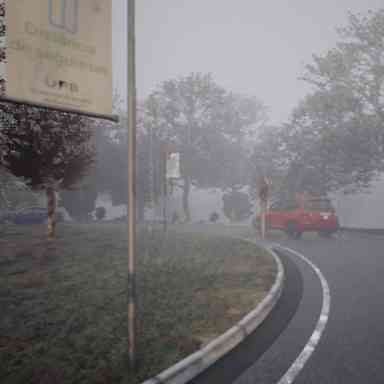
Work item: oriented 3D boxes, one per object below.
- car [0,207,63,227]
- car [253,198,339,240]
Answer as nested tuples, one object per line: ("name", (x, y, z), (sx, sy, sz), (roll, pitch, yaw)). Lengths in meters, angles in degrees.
("car", (-13.745, 2.104, 28.592), (5.008, 1.535, 1.882), (0, -2, -10))
("car", (5.501, 1.413, 18.344), (2.150, 2.045, 5.566), (1, -3, -18))
